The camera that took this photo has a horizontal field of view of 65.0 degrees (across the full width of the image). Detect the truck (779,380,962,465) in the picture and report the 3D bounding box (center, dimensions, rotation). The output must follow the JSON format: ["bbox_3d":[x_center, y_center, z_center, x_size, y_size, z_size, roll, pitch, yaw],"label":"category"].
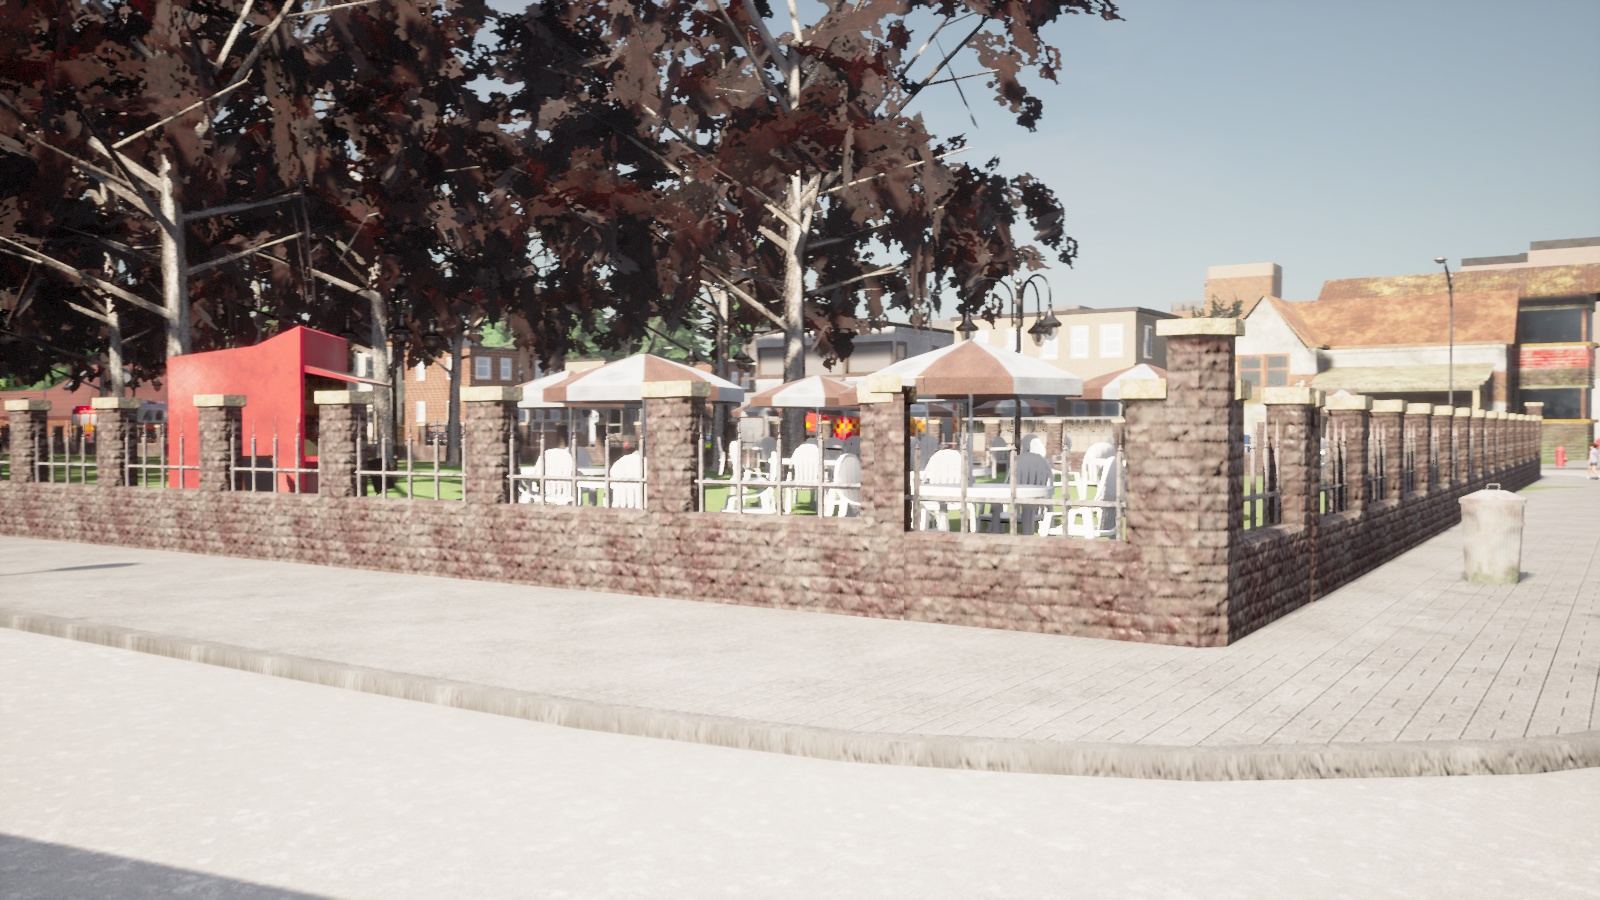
[{"bbox_3d":[3.315,-1.323,60.447,8.468,3.827,2.891,1,1,34],"label":"truck"}]

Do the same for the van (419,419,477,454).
[{"bbox_3d":[-21.317,-0.842,76.262,2.069,2.038,4.480,0,1,3],"label":"van"}]

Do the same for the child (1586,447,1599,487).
[{"bbox_3d":[22.322,0.461,35.196,0.255,1.110,0.394,0,1,-35],"label":"child"}]
